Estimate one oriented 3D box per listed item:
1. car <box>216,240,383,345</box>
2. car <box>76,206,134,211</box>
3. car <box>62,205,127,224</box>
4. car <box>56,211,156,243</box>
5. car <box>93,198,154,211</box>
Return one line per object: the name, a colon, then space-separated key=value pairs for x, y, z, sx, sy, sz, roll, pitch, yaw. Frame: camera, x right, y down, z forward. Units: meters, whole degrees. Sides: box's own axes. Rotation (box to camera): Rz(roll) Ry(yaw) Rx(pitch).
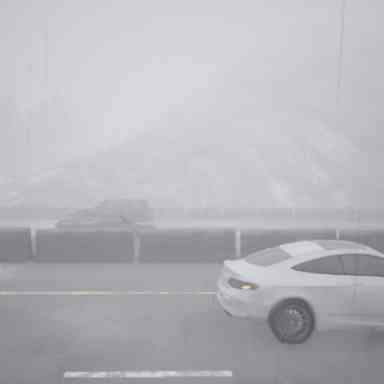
car: x=2.781 y=1.618 z=5.950 sx=4.674 sy=1.442 sz=1.812 roll=0 pitch=-1 yaw=-2
car: x=-5.862 y=1.754 z=19.891 sx=4.181 sy=1.385 sz=1.994 roll=0 pitch=-1 yaw=-2
car: x=-7.786 y=1.782 z=26.822 sx=4.674 sy=1.442 sz=1.812 roll=0 pitch=-1 yaw=-2
car: x=-4.211 y=1.763 z=16.440 sx=4.718 sy=1.301 sz=1.895 roll=0 pitch=-1 yaw=-2
car: x=-5.434 y=1.456 z=23.409 sx=5.566 sy=2.045 sz=2.150 roll=0 pitch=-1 yaw=-2
